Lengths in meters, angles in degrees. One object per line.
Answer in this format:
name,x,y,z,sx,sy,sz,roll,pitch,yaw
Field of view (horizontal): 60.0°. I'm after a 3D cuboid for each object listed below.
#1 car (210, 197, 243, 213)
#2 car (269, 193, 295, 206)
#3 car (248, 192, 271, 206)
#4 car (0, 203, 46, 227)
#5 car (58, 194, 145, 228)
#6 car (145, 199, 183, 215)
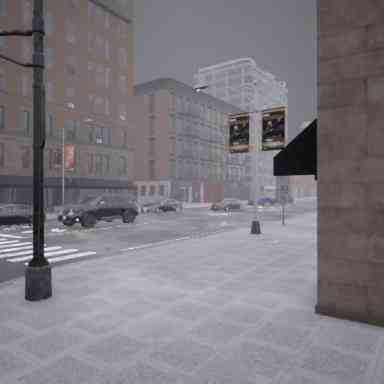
car,3.811,1.373,35.827,1.837,1.490,4.892,0,0,35
car,13.765,1.190,49.714,1.882,1.535,5.008,0,0,35
car,10.667,1.028,50.976,2.150,2.045,5.566,0,0,36
car,-11.342,1.456,20.067,2.128,1.511,4.902,0,0,35
car,-5.985,1.159,22.007,2.150,2.045,5.566,0,0,35
car,-2.844,1.395,32.060,2.128,1.511,4.902,0,0,35
